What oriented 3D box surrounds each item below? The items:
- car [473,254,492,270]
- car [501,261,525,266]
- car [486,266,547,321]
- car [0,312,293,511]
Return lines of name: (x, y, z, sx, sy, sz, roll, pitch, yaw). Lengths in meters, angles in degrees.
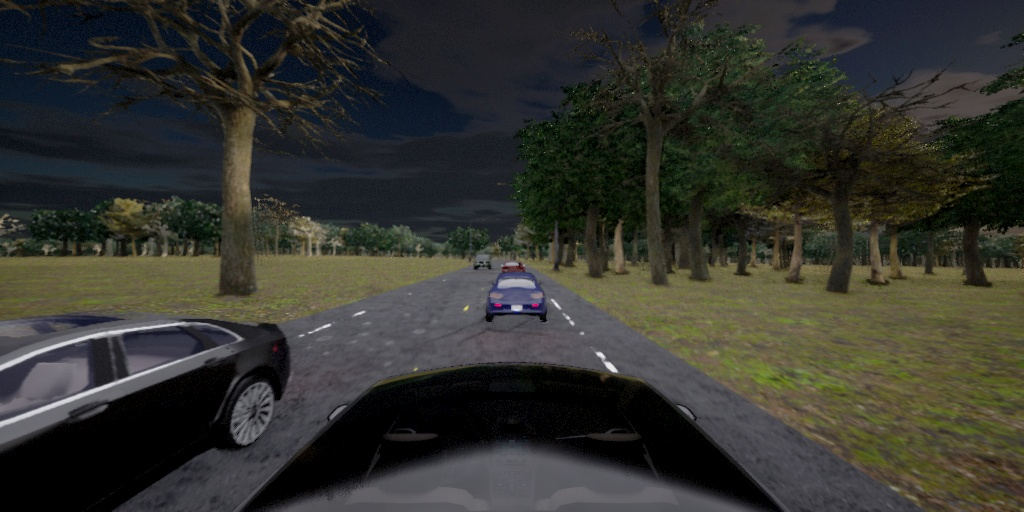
car: (-3.751, 0.759, 46.538, 2.150, 2.045, 5.566, 0, 0, -1)
car: (0.094, 1.116, 29.774, 1.882, 1.535, 5.008, 0, 0, 0)
car: (0.144, 1.249, 12.148, 1.812, 1.442, 4.674, 0, 0, 0)
car: (-3.611, 1.236, 2.368, 2.128, 1.511, 4.902, 0, 0, 0)
